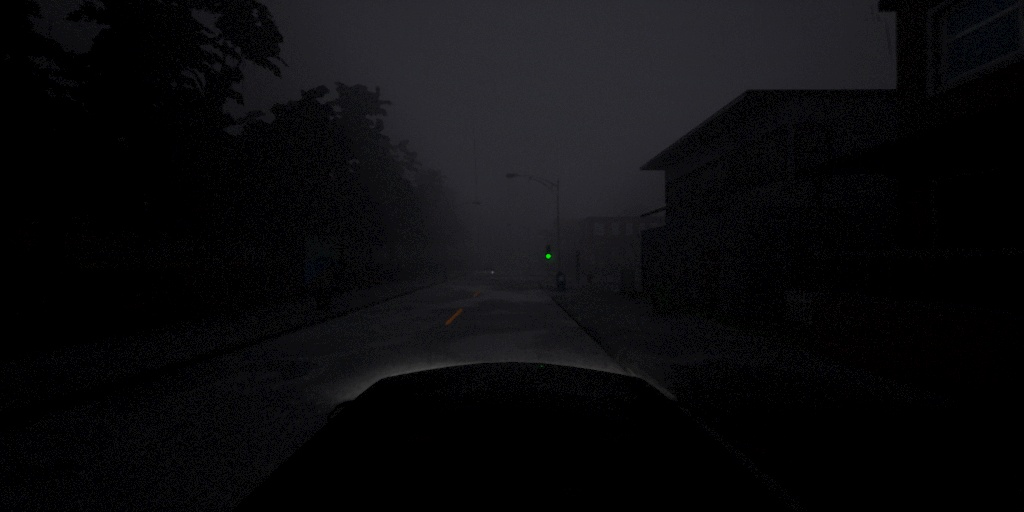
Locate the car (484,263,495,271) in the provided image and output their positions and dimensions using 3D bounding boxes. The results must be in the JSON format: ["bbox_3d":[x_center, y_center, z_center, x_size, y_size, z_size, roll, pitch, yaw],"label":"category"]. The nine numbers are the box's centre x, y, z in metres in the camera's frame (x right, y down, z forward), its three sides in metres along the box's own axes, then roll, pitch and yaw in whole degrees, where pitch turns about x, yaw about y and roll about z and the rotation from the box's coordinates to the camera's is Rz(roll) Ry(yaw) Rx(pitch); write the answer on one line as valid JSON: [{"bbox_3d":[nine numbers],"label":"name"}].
[{"bbox_3d":[-4.010,1.983,64.705,2.033,1.411,5.357,0,-1,0],"label":"car"}]
